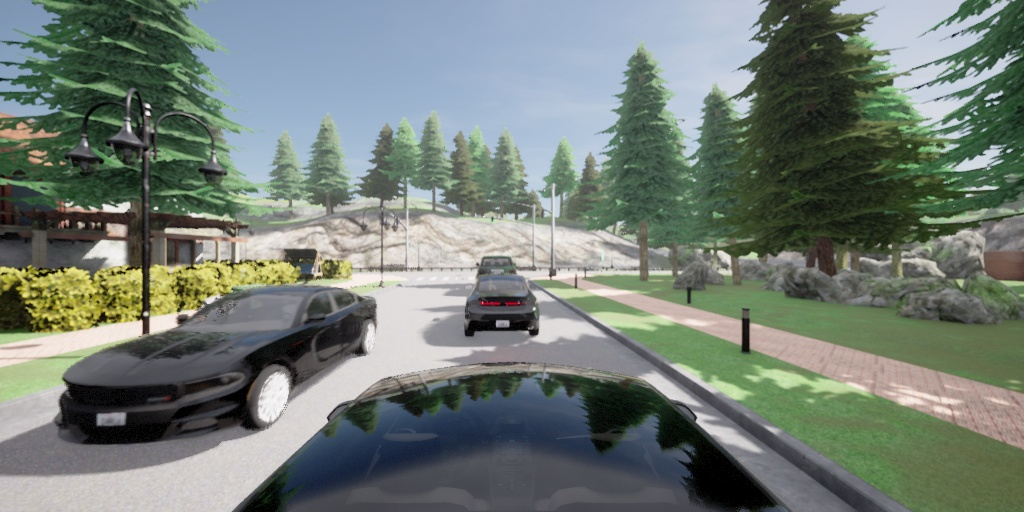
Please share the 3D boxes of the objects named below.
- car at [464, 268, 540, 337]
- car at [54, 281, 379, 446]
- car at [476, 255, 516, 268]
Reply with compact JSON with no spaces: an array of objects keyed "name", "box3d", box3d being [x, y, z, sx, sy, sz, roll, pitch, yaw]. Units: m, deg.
[{"name":"car","box3d":[-0.319,1.253,10.351,1.837,1.490,4.892,0,0,-3]},{"name":"car","box3d":[-3.763,1.227,5.788,1.882,1.535,5.008,0,0,-2]},{"name":"car","box3d":[-0.918,0.970,20.780,2.150,2.045,5.566,0,0,-4]}]
